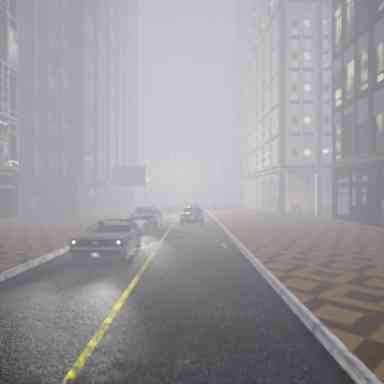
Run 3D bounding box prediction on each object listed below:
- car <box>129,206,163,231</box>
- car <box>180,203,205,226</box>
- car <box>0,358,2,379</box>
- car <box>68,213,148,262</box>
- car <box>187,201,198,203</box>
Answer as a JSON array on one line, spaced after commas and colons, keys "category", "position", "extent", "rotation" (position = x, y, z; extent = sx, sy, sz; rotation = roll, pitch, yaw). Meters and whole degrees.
[{"category": "car", "position": [-3.021, 1.701, 22.231], "extent": [2.128, 1.511, 4.902], "rotation": [0, 0, 0]}, {"category": "car", "position": [0.024, 1.788, 25.343], "extent": [2.033, 1.411, 5.357], "rotation": [0, -1, 0]}, {"category": "car", "position": [-3.095, 1.368, 1.655], "extent": [2.097, 1.767, 4.553], "rotation": [0, 0, 0]}, {"category": "car", "position": [-3.090, 1.722, 12.845], "extent": [1.895, 1.301, 4.718], "rotation": [0, -1, 0]}, {"category": "car", "position": [0.088, 1.934, 45.434], "extent": [2.128, 1.511, 4.902], "rotation": [0, -1, 0]}]
